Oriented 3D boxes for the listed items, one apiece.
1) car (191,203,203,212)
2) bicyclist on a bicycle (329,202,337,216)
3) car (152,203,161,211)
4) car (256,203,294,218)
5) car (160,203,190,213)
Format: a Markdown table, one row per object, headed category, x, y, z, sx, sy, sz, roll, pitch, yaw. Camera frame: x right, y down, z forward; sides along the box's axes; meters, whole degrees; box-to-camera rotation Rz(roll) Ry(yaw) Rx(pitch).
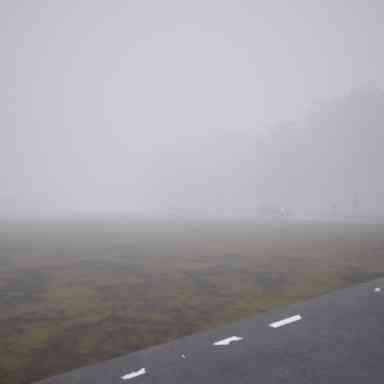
| category | x | y | z | sx | sy | sz | roll | pitch | yaw |
| --- | --- | --- | --- | --- | --- | --- | --- | --- | --- |
| car | -0.112 | 2.662 | 57.535 | 1.882 | 1.535 | 5.008 | -1 | -1 | -35 |
| bicyclist on a bicycle | 16.659 | 2.030 | 39.243 | 1.656 | 1.620 | 0.582 | 0 | -1 | -35 |
| car | -6.181 | 2.946 | 65.989 | 2.128 | 1.511 | 4.902 | -1 | -1 | -35 |
| car | 9.625 | 2.047 | 38.832 | 2.097 | 1.767 | 4.553 | -1 | -1 | -35 |
| car | -2.902 | 2.706 | 56.569 | 1.882 | 1.535 | 5.008 | -1 | -1 | -35 |
